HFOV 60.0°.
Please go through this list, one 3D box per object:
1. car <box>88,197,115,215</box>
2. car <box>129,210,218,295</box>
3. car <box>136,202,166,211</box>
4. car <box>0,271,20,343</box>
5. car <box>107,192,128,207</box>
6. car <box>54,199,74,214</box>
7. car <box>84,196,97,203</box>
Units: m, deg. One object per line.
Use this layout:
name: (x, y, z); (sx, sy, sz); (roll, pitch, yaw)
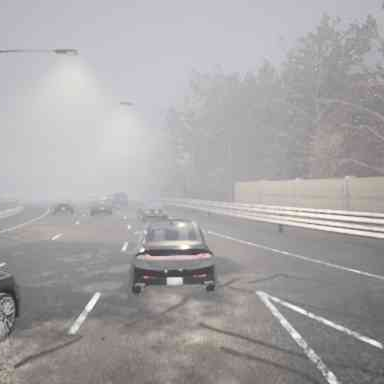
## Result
car: (-8.934, 1.471, 32.671); (1.994, 1.385, 4.181); (0, 0, -17)
car: (-0.528, 1.458, 8.705); (2.128, 1.511, 4.902); (0, 0, -5)
car: (-3.212, 1.448, 25.928); (2.033, 1.411, 5.357); (0, 0, -16)
car: (-3.649, 1.505, 3.497); (2.128, 1.511, 4.902); (0, 0, -2)
car: (-10.374, 1.072, 46.078); (2.150, 2.045, 5.566); (0, 0, -24)
car: (-13.056, 1.455, 33.961); (1.812, 1.442, 4.674); (0, 0, -19)
car: (-17.863, 1.437, 59.676); (1.895, 1.301, 4.718); (-1, 0, -33)
